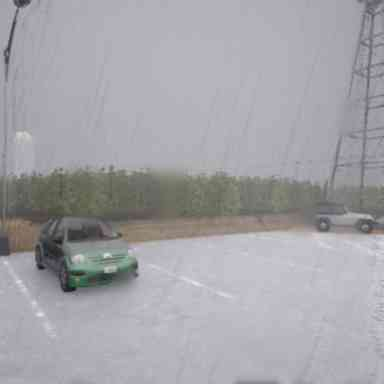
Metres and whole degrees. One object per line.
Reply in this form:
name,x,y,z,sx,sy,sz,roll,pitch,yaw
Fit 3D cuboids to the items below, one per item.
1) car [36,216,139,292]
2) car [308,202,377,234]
car,-3.005,1.513,9.148,1.851,1.617,3.988,1,0,-36
car,9.340,1.569,20.850,3.866,1.878,1.905,0,0,23
